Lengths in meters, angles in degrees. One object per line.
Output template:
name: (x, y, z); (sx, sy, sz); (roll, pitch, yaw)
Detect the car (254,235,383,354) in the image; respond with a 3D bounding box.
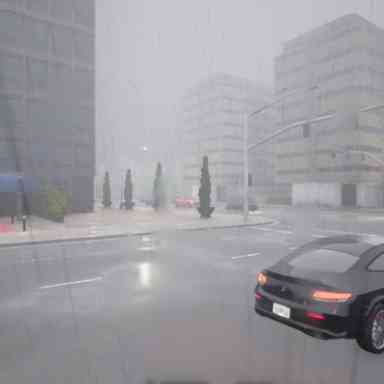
car: (3.158, 1.523, 6.073); (4.674, 1.442, 1.812); (0, 0, -35)

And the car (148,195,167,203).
car: (-7.333, 1.489, 69.704); (1.837, 1.490, 4.892); (0, 0, -35)

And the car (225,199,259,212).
car: (5.733, 1.554, 38.599); (1.994, 1.385, 4.181); (0, 0, -35)

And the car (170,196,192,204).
car: (-2.049, 1.512, 62.228); (1.812, 1.442, 4.674); (0, 0, -35)

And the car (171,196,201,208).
car: (-0.499, 1.341, 47.487); (2.097, 1.767, 4.553); (0, 0, -35)

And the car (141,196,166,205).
car: (-6.210, 1.553, 55.649); (1.994, 1.385, 4.181); (0, 0, -35)
